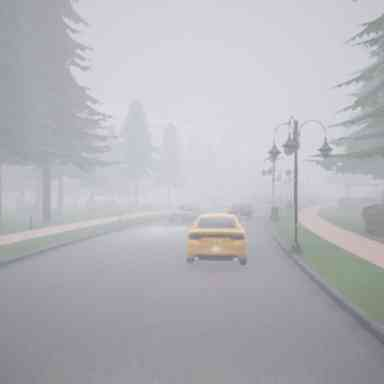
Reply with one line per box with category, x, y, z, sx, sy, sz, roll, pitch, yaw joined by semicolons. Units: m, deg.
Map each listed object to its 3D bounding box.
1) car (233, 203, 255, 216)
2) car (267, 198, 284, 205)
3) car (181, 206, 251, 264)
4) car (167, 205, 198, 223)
car;4.648;1.683;30.550;1.895;1.301;4.718;0;0;16
car;15.956;1.781;63.514;1.895;1.301;4.718;0;0;34
car;0.954;1.509;12.102;1.882;1.535;5.008;0;0;6
car;-0.412;1.662;25.837;1.895;1.301;4.718;0;0;14
